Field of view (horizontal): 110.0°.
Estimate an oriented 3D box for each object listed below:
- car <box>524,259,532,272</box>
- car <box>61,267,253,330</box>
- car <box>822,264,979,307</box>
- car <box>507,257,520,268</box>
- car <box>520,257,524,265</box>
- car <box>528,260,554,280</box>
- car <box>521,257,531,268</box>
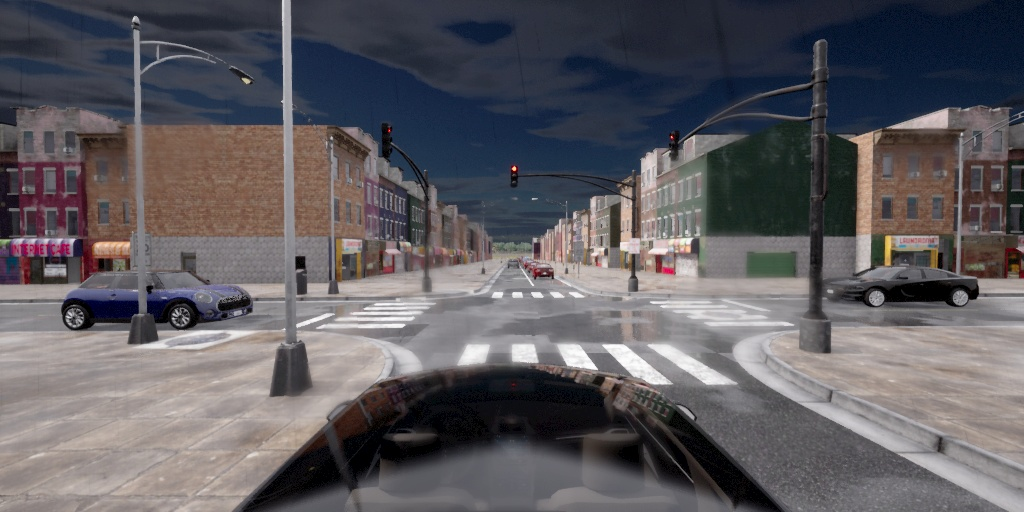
[{"bbox_3d":[2.723,1.328,42.705,1.802,1.307,4.207,0,0,0],"label":"car"},{"bbox_3d":[-10.791,1.202,11.170,4.553,1.767,2.097,0,1,0],"label":"car"},{"bbox_3d":[14.991,1.103,14.061,5.008,1.535,1.882,0,1,0],"label":"car"},{"bbox_3d":[0.222,1.239,59.683,2.128,1.511,4.902,0,0,0],"label":"car"},{"bbox_3d":[2.758,1.187,59.302,1.967,1.591,4.097,0,0,0],"label":"car"},{"bbox_3d":[2.700,1.291,31.640,1.888,1.381,4.507,0,0,0],"label":"car"},{"bbox_3d":[2.746,1.292,53.770,1.888,1.381,4.507,0,0,0],"label":"car"}]
